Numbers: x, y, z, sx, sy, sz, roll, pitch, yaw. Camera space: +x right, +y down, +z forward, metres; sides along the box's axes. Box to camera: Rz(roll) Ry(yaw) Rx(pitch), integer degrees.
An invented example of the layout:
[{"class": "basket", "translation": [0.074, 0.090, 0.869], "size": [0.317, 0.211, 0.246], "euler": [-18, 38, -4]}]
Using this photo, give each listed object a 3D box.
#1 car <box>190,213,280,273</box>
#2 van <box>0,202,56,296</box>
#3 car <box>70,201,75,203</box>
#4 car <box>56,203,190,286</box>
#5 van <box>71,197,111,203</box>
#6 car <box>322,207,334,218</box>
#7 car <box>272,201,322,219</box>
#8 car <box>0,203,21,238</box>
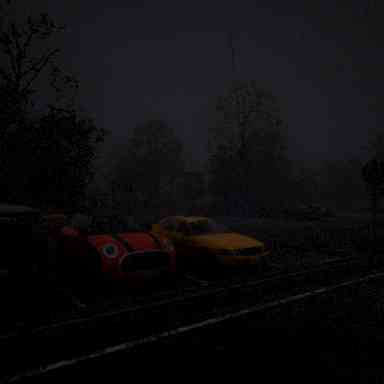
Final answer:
[{"class": "car", "translation": [0.161, 1.499, 11.194], "size": [1.946, 1.575, 5.366], "euler": [1, 0, -36]}, {"class": "van", "translation": [-4.846, 1.245, 7.957], "size": [1.878, 1.987, 4.442], "euler": [0, 0, -36]}, {"class": "car", "translation": [-8.968, 1.485, 20.193], "size": [1.946, 1.575, 5.366], "euler": [1, 0, -36]}, {"class": "car", "translation": [-2.332, 1.355, 9.664], "size": [2.185, 1.767, 4.553], "euler": [1, 0, -36]}, {"class": "van", "translation": [-6.523, 1.283, 21.582], "size": [1.878, 1.987, 4.442], "euler": [1, 0, -36]}, {"class": "car", "translation": [12.842, 1.826, 35.696], "size": [2.185, 1.767, 4.553], "euler": [2, -1, -35]}, {"class": "car", "translation": [10.293, 1.916, 33.804], "size": [2.002, 1.452, 4.674], "euler": [2, -1, -36]}, {"class": "car", "translation": [-11.127, 1.472, 18.638], "size": [1.946, 1.575, 5.366], "euler": [0, 0, -36]}]
